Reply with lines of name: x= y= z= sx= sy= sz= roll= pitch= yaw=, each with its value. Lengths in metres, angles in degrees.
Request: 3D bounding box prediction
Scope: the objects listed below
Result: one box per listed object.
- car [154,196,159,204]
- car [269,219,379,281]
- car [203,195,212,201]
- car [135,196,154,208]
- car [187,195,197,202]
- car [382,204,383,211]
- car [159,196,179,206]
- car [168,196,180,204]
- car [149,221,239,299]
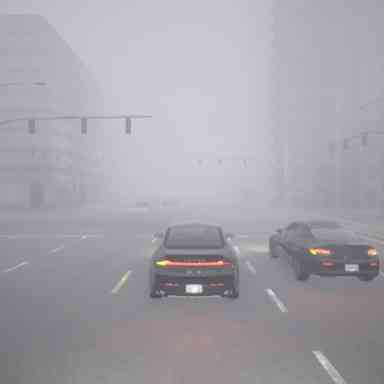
car: x=-7.041 y=1.439 z=63.582 sx=1.882 sy=1.535 sz=5.008 roll=0 pitch=0 yaw=0
car: x=3.564 y=1.520 z=9.693 sx=1.812 sy=1.442 sz=4.674 roll=0 pitch=0 yaw=0
car: x=3.501 y=1.318 z=73.944 sx=1.812 sy=1.442 sz=4.674 roll=0 pitch=0 yaw=0
car: x=-7.086 y=1.571 z=48.423 sx=1.895 sy=1.301 sz=4.718 roll=0 pitch=0 yaw=0
car: x=0.001 y=1.319 z=73.944 sx=2.128 sy=1.511 sz=4.902 roll=0 pitch=0 yaw=0
car: x=22.987 y=1.456 z=35.531 sx=5.008 sy=1.535 sz=1.882 roll=0 pitch=0 yaw=1
car: x=-3.568 y=1.446 z=52.546 sx=1.882 sy=1.535 sz=5.008 roll=0 pitch=0 yaw=0
car: x=-3.514 y=1.507 z=66.219 sx=2.033 sy=1.411 sz=5.357 roll=0 pitch=0 yaw=0
car: x=0.058 y=1.500 z=8.437 sx=1.837 sy=1.490 sz=4.892 roll=0 pitch=0 yaw=0
